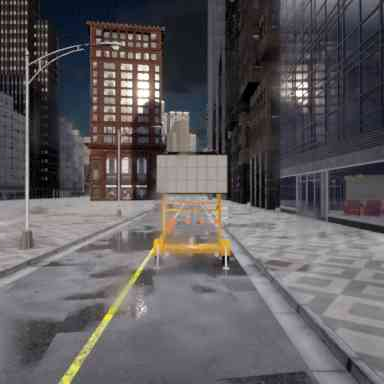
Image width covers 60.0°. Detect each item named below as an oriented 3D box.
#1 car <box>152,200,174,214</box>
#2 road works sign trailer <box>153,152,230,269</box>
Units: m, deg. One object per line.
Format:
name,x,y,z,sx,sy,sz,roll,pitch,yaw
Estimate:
car,-3.009,1.551,35.415,1.812,1.442,4.674,0,0,0
road works sign trailer,-0.002,0.465,11.085,2.380,3.560,2.880,0,0,0
